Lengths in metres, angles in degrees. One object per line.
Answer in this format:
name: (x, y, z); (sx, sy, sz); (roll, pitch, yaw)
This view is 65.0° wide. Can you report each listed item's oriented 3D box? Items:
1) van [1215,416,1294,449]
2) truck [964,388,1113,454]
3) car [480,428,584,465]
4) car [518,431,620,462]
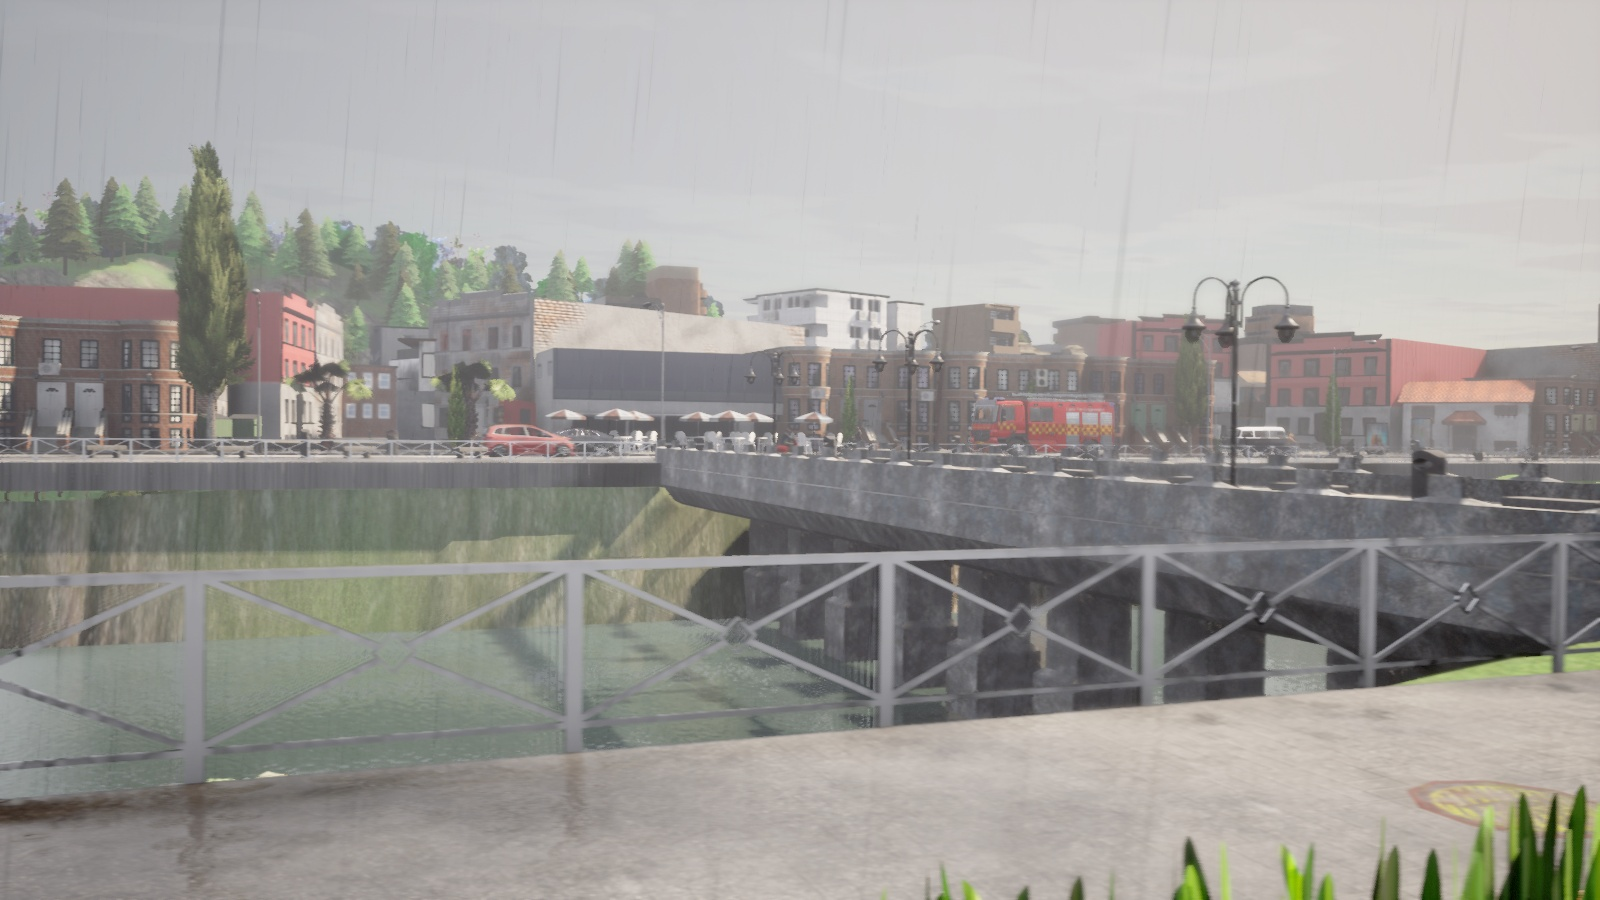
van: (29.266, -1.111, 80.863); (4.480, 2.038, 2.069); (-1, 1, -21)
truck: (14.275, -1.744, 75.156); (8.468, 3.827, 2.891); (-1, 1, -21)
car: (-12.930, -0.203, 60.553); (4.611, 1.667, 2.242); (-1, 1, -21)
car: (-11.997, -0.177, 65.187); (4.902, 1.511, 2.128); (-1, 1, -21)
